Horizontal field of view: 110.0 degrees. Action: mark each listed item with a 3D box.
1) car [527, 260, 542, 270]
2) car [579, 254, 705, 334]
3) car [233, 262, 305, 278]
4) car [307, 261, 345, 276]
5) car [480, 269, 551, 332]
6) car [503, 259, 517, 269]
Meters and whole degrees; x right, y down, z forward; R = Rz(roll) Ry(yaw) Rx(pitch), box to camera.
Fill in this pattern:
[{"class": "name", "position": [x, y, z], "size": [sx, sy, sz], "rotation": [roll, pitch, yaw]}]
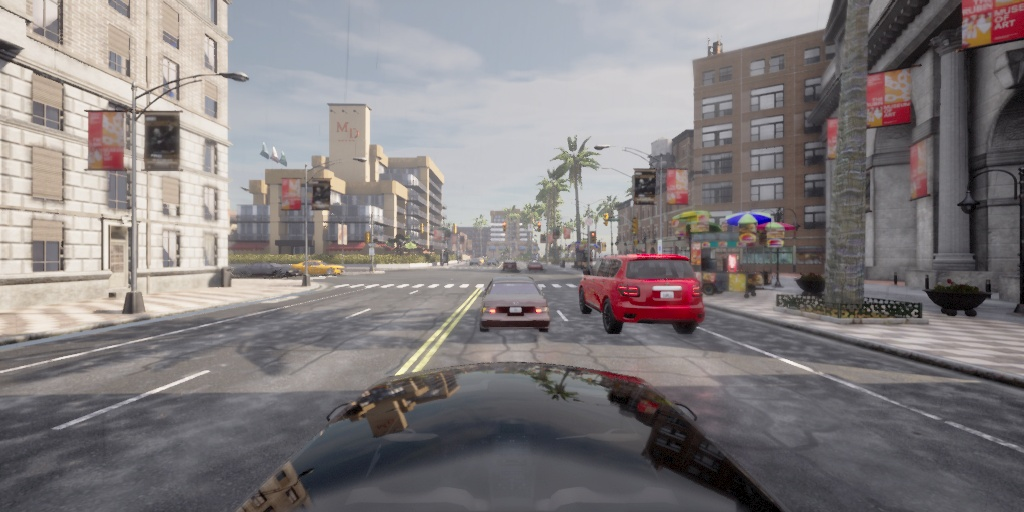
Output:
[{"class": "car", "position": [3.190, 1.309, 50.875], "size": [1.994, 1.385, 4.181], "rotation": [0, 0, 0]}, {"class": "car", "position": [3.501, 0.971, 10.779], "size": [2.150, 2.045, 5.566], "rotation": [0, 0, 0]}, {"class": "car", "position": [-22.454, 1.293, 32.989], "size": [5.357, 1.411, 2.033], "rotation": [0, 0, -1]}, {"class": "car", "position": [-19.731, 1.224, 36.549], "size": [5.008, 1.535, 1.882], "rotation": [0, 0, -1]}, {"class": "car", "position": [0.015, 1.297, 10.834], "size": [2.033, 1.411, 5.357], "rotation": [0, 0, -2]}, {"class": "car", "position": [-0.316, 1.223, 51.610], "size": [1.882, 1.535, 5.008], "rotation": [0, 0, 0]}]
